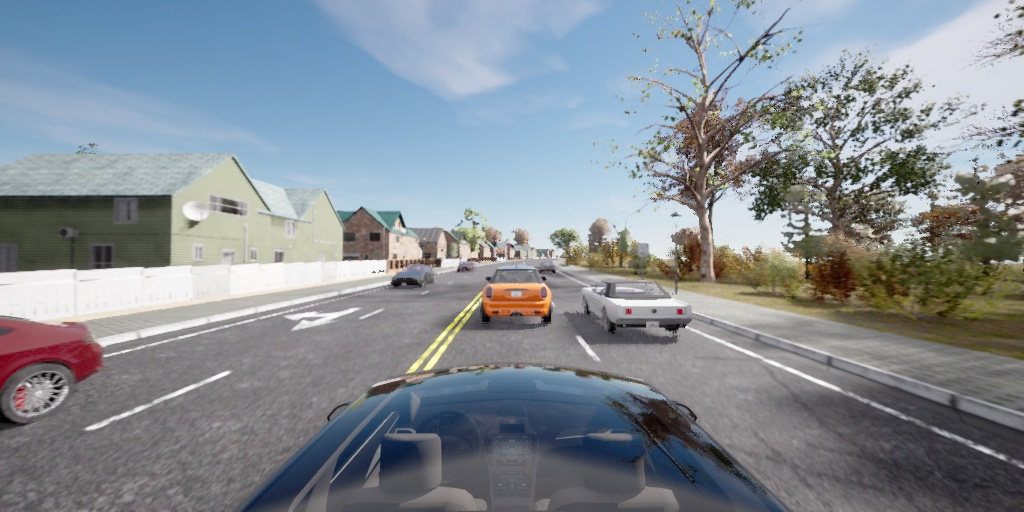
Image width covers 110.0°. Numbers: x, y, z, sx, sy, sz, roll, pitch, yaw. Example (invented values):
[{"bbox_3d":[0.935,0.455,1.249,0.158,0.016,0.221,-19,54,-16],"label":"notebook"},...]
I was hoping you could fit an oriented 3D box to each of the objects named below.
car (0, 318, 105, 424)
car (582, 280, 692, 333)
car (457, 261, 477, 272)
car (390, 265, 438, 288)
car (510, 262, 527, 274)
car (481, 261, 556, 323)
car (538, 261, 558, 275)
[{"bbox_3d":[-6.591,1.277,3.047,1.812,1.442,4.674,0,0,0],"label":"car"},{"bbox_3d":[3.380,1.353,10.780,1.895,1.301,4.718,0,0,0],"label":"car"},{"bbox_3d":[-5.629,1.321,44.997,1.994,1.385,4.181,0,0,3],"label":"car"},{"bbox_3d":[-6.387,1.303,24.069,2.033,1.411,5.357,0,0,1],"label":"car"},{"bbox_3d":[0.826,1.347,41.897,1.895,1.301,4.718,0,0,3],"label":"car"},{"bbox_3d":[0.146,1.104,12.326,2.097,1.767,4.553,0,0,0],"label":"car"},{"bbox_3d":[4.052,1.291,41.370,2.033,1.411,5.357,0,0,3],"label":"car"}]
